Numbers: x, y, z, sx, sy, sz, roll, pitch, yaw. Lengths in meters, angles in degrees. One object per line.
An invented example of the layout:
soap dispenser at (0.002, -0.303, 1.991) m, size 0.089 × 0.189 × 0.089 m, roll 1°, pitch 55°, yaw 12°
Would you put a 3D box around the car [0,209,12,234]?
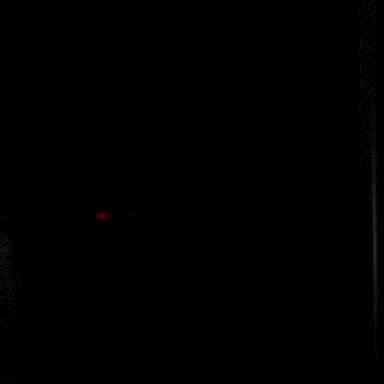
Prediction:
car at (-10.029, 1.615, 17.962) m, size 1.895 × 1.301 × 4.718 m, roll 0°, pitch 0°, yaw 26°
